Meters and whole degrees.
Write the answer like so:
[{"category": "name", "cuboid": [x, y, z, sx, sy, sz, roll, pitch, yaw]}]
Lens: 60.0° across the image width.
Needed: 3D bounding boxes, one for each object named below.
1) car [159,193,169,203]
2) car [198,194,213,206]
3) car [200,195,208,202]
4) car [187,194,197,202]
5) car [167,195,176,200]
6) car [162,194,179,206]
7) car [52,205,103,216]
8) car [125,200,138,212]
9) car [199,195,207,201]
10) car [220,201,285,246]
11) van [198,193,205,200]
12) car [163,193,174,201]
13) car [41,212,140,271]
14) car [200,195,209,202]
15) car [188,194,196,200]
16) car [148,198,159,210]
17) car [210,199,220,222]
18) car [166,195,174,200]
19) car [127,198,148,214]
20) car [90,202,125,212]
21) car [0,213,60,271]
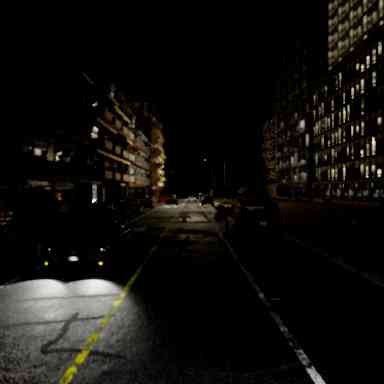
[{"category": "car", "cuboid": [-5.695, 1.447, 64.670, 1.887, 1.381, 4.507, 0, 0, 0]}, {"category": "car", "cuboid": [2.355, 1.418, 51.087, 1.837, 1.490, 4.892, 0, 0, 0]}, {"category": "car", "cuboid": [2.686, 1.477, 75.724, 1.802, 1.307, 4.206, 0, 0, 0]}, {"category": "car", "cuboid": [0.001, 1.427, 69.673, 1.895, 1.301, 4.718, 0, 0, 0]}, {"category": "car", "cuboid": [-5.694, 1.440, 92.304, 2.008, 1.369, 4.403, 0, 0, 0]}, {"category": "car", "cuboid": [-3.073, 1.460, 52.210, 2.033, 1.411, 5.357, 0, 0, 0]}, {"category": "car", "cuboid": [-5.695, 1.514, 14.930, 1.887, 1.381, 4.507, 0, 0, 0]}, {"category": "car", "cuboid": [-5.695, 1.531, 25.985, 1.802, 1.307, 4.206, 0, 0, 0]}, {"category": "car", "cuboid": [2.685, 1.475, 81.250, 1.802, 1.307, 4.206, 0, 0, 0]}, {"category": "car", "cuboid": [2.685, 1.284, 14.929, 2.192, 1.841, 5.009, 0, 0, 0]}, {"category": "van", "cuboid": [2.684, 1.230, 92.303, 1.690, 1.788, 3.998, 0, 0, 0]}, {"category": "car", "cuboid": [-5.696, 1.208, 81.250, 2.192, 1.841, 5.009, 0, 0, 0]}, {"category": "car", "cuboid": [-3.078, 1.541, 10.624, 1.994, 1.385, 4.181, 0, 0, 0]}, {"category": "car", "cuboid": [2.685, 1.424, 70.367, 1.752, 1.417, 4.829, 0, 0, 0]}, {"category": "car", "cuboid": [0.003, 1.209, 86.617, 1.882, 1.535, 5.008, 0, 0, 0]}, {"category": "car", "cuboid": [-5.694, 1.449, 42.394, 1.752, 1.417, 4.829, 0, 0, 0]}, {"category": "car", "cuboid": [2.685, 1.494, 25.984, 1.887, 1.381, 4.507, 0, 0, 0]}, {"category": "car", "cuboid": [-5.694, 1.441, 86.777, 2.008, 1.369, 4.403, 0, 0, 0]}, {"category": "car", "cuboid": [-5.695, 1.380, 31.510, 1.967, 1.590, 4.097, 0, 0, 0]}, {"category": "car", "cuboid": [-5.695, 1.399, 20.457, 1.967, 1.590, 4.097, 0, 0, 0]}, {"category": "car", "cuboid": [-5.694, 1.530, 9.404, 2.008, 1.369, 4.403, 0, 0, 0]}]
